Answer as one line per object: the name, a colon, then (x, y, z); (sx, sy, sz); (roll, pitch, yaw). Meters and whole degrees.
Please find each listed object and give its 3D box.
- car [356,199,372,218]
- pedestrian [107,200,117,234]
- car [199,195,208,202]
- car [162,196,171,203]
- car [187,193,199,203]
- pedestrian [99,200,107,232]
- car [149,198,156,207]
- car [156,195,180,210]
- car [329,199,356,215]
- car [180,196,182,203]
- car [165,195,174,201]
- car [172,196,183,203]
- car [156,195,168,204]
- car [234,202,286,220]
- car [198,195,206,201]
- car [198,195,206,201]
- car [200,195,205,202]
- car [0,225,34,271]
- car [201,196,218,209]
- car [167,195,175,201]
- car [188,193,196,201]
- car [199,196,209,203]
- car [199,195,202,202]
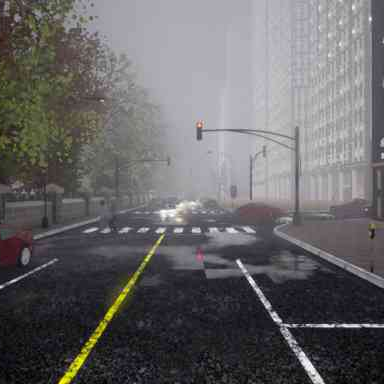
car: (14.668, 1.282, 24.005); (4.313, 1.339, 1.947); (-1, 1, 0)
pedestrian: (-4.202, 1.298, 17.864); (0.375, 1.860, 0.375); (0, 0, 0)
car: (2.673, 1.511, 80.389); (1.967, 1.590, 4.097); (0, 0, 0)
car: (-5.706, 1.586, 74.585); (1.752, 1.417, 4.829); (0, 0, 0)
car: (-0.017, 1.590, 73.463); (2.033, 1.411, 5.357); (0, 0, 0)
pedestrian: (-4.890, 1.298, 18.547); (0.375, 1.860, 0.375); (0, 0, 0)
car: (-5.701, 1.613, 52.224); (1.802, 1.307, 4.206); (0, 0, 0)
car: (-3.106, 1.516, 44.328); (2.128, 1.511, 4.902); (0, 0, 0)
car: (14.599, 1.308, 29.806); (4.181, 1.385, 1.994); (-1, 0, 0)
car: (-3.107, 1.564, 57.456); (1.812, 1.442, 4.674); (0, 0, -1)
car: (-5.708, 1.521, 86.018); (1.967, 1.590, 4.097); (0, 0, 0)
car: (-3.017, 1.581, 71.417); (2.128, 1.511, 4.902); (0, 0, 0)
car: (-5.703, 1.485, 63.490); (1.967, 1.590, 4.097); (0, 0, 0)
car: (5.553, 1.519, 27.348); (4.181, 1.385, 1.994); (-2, 0, 19)
car: (2.672, 1.521, 86.020); (1.967, 1.590, 4.097); (0, 0, 0)
car: (2.670, 1.642, 91.653); (2.008, 1.369, 4.403); (0, 0, 0)
car: (2.679, 1.597, 52.226); (1.947, 1.339, 4.313); (0, 0, 0)
car: (-5.819, 1.546, 8.673); (1.887, 1.381, 4.507); (0, 0, 0)
car: (2.680, 1.592, 46.594); (1.947, 1.339, 4.313); (0, 0, 0)
car: (-5.711, 1.636, 91.651); (1.887, 1.381, 4.507); (0, 0, 0)
car: (-0.020, 1.177, 83.910); (2.150, 2.045, 5.566); (0, 0, 0)
car: (2.675, 1.606, 74.757); (1.887, 1.381, 4.507); (0, 0, 0)
car: (2.678, 1.604, 57.859); (1.947, 1.339, 4.313); (0, 0, 0)
